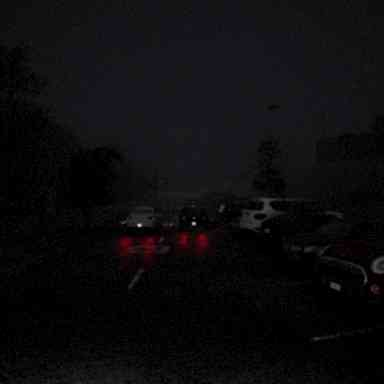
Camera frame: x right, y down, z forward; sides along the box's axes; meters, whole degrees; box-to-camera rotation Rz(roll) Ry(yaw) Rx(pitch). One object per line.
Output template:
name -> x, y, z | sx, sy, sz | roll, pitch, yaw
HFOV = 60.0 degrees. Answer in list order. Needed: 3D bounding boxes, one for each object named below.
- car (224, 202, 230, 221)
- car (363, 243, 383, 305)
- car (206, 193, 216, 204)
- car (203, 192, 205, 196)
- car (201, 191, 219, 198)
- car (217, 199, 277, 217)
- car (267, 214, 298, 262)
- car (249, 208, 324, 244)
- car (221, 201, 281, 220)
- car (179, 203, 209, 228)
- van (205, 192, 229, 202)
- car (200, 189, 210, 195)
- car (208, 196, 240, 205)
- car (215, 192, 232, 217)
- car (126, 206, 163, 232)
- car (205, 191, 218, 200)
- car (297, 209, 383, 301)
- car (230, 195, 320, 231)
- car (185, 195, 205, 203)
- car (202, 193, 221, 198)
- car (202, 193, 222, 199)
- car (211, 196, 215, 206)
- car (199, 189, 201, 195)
car -> 4.914, 1.549, 19.651 | 5.366, 1.575, 1.946 | 1, 0, -20
car -> 5.076, 1.559, 4.700 | 4.674, 1.452, 2.002 | 1, 0, -20
car -> 5.086, 1.367, 49.727 | 4.792, 1.488, 2.163 | 1, 1, -20
car -> 5.116, 1.232, 61.692 | 4.892, 1.521, 2.231 | 1, 0, -20
car -> 5.121, 0.651, 94.508 | 4.553, 1.767, 2.185 | 0, 1, -20
car -> 5.268, 1.495, 31.798 | 5.366, 1.575, 1.946 | 1, 0, -20
car -> 5.081, 1.590, 10.699 | 4.674, 1.452, 2.002 | 1, 0, -20
car -> 5.107, 1.584, 13.724 | 4.792, 1.488, 2.163 | 1, 0, -20
car -> 5.098, 1.557, 28.725 | 4.674, 1.452, 2.002 | 1, 1, -20
car -> 0.119, 1.658, 22.809 | 1.895, 1.301, 4.718 | 0, 0, 0
van -> 5.021, 0.951, 67.611 | 4.442, 1.987, 1.878 | 1, 1, -20
car -> 5.102, 0.953, 64.658 | 5.566, 2.045, 2.435 | 1, 1, -20
car -> 5.109, 1.351, 52.745 | 4.674, 1.452, 2.002 | 1, 0, -20
car -> 5.069, 1.286, 25.704 | 5.566, 2.045, 2.435 | 1, 1, -20
car -> -2.883, 1.589, 20.599 | 1.812, 1.442, 4.674 | 0, 0, 0
car -> 5.089, 1.158, 55.716 | 4.553, 1.767, 2.185 | 1, 0, -20
car -> 5.108, 1.409, 7.711 | 4.553, 1.767, 2.185 | 1, 0, -20
car -> 5.113, 1.306, 16.723 | 5.566, 2.045, 2.435 | 1, 0, -20
car -> 0.134, 1.421, 40.498 | 2.128, 1.511, 4.902 | 0, 0, 0
car -> 5.139, 0.937, 88.552 | 4.674, 1.452, 2.002 | 0, 1, -20
car -> 5.168, 0.983, 85.581 | 4.792, 1.488, 2.163 | 0, 1, -20
car -> 5.076, 1.474, 37.722 | 4.792, 1.488, 2.163 | 1, 1, -20
car -> 5.158, 0.899, 70.654 | 5.566, 2.045, 2.435 | 1, 0, -20
